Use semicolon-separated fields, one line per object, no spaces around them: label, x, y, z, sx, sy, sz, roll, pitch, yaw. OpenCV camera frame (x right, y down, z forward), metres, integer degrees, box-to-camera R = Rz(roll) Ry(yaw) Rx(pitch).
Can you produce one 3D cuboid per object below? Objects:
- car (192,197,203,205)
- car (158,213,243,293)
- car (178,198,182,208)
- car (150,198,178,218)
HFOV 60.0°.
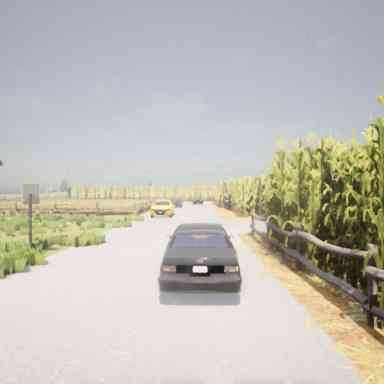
car;1.052;1.596;59.353;1.895;1.301;4.718;0;0;1
car;0.218;1.547;8.972;2.033;1.411;5.357;0;0;1
car;-2.343;1.543;47.789;2.033;1.411;5.357;0;0;1
car;-2.663;1.475;30.770;1.882;1.535;5.008;0;0;1
